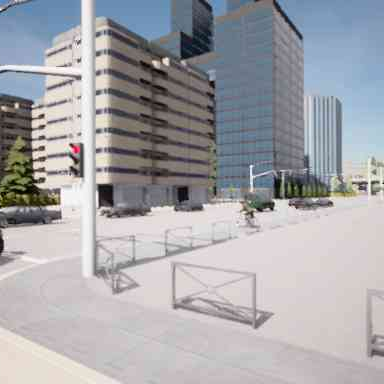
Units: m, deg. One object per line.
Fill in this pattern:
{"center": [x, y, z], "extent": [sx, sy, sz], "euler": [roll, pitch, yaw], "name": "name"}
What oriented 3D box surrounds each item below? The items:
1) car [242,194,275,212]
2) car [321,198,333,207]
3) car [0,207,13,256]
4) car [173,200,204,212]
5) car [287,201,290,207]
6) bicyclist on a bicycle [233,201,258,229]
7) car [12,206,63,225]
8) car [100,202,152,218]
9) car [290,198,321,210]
{"center": [7.934, 1.290, 39.412], "extent": [2.150, 2.045, 5.566], "euler": [0, -1, 35], "name": "car"}
{"center": [20.119, 1.593, 50.920], "extent": [2.033, 1.411, 5.357], "euler": [0, 0, 35], "name": "car"}
{"center": [-7.711, 1.284, 9.583], "extent": [2.150, 2.045, 5.566], "euler": [-2, 0, -4], "name": "car"}
{"center": [-0.397, 1.676, 39.966], "extent": [1.994, 1.385, 4.181], "euler": [0, 0, 36], "name": "car"}
{"center": [16.467, 1.613, 51.790], "extent": [2.033, 1.411, 5.357], "euler": [0, 0, 35], "name": "car"}
{"center": [3.122, 1.341, 19.594], "extent": [1.656, 1.620, 0.582], "euler": [-1, 0, 35], "name": "bicyclist on a bicycle"}
{"center": [-11.867, 1.668, 23.369], "extent": [2.033, 1.411, 5.357], "euler": [0, 0, 35], "name": "car"}
{"center": [-6.141, 1.664, 31.673], "extent": [2.033, 1.411, 5.357], "euler": [0, 0, 35], "name": "car"}
{"center": [14.791, 1.554, 43.190], "extent": [1.837, 1.490, 4.892], "euler": [0, 0, 35], "name": "car"}
